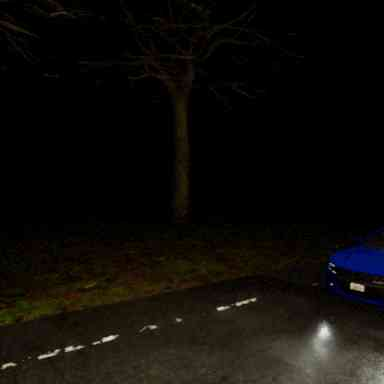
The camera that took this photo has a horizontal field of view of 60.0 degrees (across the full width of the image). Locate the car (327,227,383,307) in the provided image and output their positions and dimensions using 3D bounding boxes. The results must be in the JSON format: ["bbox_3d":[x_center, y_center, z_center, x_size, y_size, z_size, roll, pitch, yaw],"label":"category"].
[{"bbox_3d":[5.103,1.488,7.627,5.008,1.535,1.882,0,0,-35],"label":"car"}]
